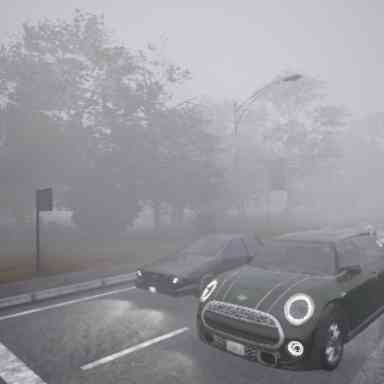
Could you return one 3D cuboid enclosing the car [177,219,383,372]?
[{"bbox_3d":[2.175,1.577,6.206,4.553,1.767,2.097,1,-4,-45],"label":"car"}]

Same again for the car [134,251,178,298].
[{"bbox_3d":[0.932,1.978,9.877,5.357,1.411,2.033,1,-4,-45],"label":"car"}]

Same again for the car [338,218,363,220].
[{"bbox_3d":[7.653,2.033,16.521,4.674,1.442,1.812,1,-4,-45],"label":"car"}]
